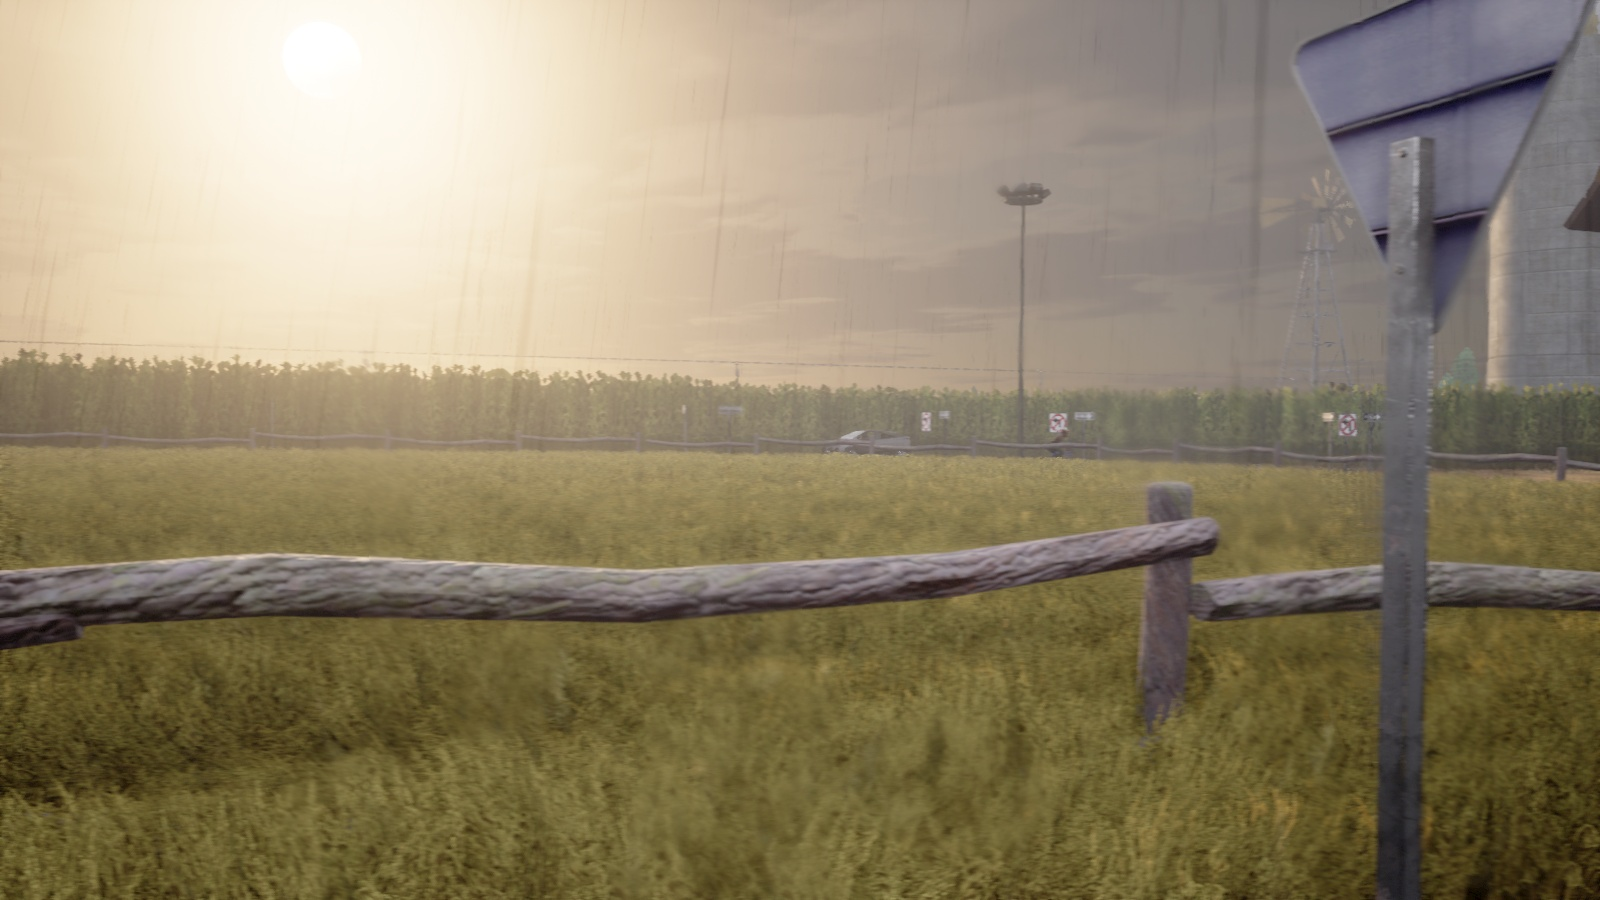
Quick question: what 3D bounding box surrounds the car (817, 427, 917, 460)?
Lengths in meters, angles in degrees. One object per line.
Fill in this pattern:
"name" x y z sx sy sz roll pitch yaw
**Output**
"car" 3.275 -0.337 61.502 4.514 1.525 2.007 -1 1 -29
